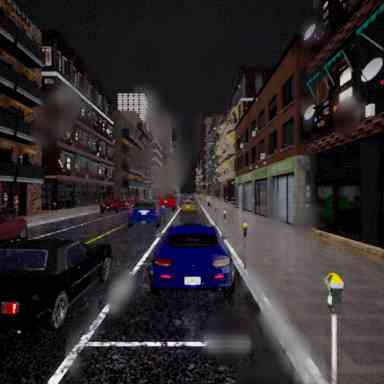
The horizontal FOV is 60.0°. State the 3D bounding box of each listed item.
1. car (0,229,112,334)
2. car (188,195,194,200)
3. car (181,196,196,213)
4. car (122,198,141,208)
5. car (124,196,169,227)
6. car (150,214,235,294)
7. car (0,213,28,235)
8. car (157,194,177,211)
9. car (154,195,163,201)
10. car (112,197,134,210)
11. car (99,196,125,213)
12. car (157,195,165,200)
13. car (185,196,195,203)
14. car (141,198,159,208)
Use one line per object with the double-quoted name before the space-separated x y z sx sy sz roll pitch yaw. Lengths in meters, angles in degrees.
"car" -3.038 1.605 6.771 1.895 1.301 4.718 0 0 0
"car" -0.353 1.534 93.684 1.752 1.417 4.829 0 0 0
"car" -0.413 1.533 37.322 1.752 1.417 4.829 0 0 0
"car" -8.782 1.558 48.438 1.887 1.381 4.507 0 0 0
"car" -3.019 1.359 23.013 2.097 1.767 4.553 0 0 0
"car" 0.014 1.528 8.648 1.812 1.442 4.674 0 0 0
"car" -8.818 1.591 14.620 1.802 1.307 4.206 0 0 0
"car" -3.100 1.231 41.722 2.150 2.045 5.566 0 0 0
"car" -8.740 1.564 87.890 2.008 1.369 4.403 0 0 0
"car" -8.788 1.453 42.801 1.967 1.590 4.097 0 0 0
"car" -8.793 1.327 37.165 2.192 1.841 5.009 0 0 0
"car" -8.735 1.564 93.527 2.008 1.369 4.403 0 0 0
"car" -0.377 1.560 70.969 2.008 1.369 4.403 0 0 0
"car" -6.094 1.566 48.619 2.033 1.411 5.357 0 0 0
